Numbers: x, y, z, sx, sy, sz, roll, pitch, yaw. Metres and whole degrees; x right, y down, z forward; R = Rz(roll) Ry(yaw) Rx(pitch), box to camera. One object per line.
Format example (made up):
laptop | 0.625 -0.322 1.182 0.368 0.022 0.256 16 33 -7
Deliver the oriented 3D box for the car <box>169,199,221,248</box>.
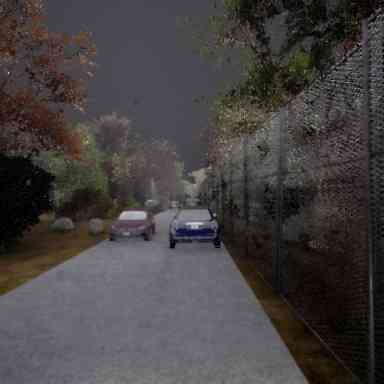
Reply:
car | 0.099 1.399 15.178 2.097 1.767 4.553 -1 0 0

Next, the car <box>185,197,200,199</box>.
car | 0.050 1.556 37.280 2.150 2.045 5.566 0 -1 -1

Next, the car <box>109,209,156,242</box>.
car | -2.874 1.594 16.899 1.812 1.442 4.674 0 0 0

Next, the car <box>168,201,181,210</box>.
car | -3.046 2.361 59.233 2.128 1.511 4.902 0 -2 0
